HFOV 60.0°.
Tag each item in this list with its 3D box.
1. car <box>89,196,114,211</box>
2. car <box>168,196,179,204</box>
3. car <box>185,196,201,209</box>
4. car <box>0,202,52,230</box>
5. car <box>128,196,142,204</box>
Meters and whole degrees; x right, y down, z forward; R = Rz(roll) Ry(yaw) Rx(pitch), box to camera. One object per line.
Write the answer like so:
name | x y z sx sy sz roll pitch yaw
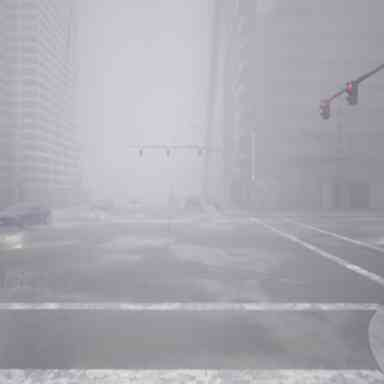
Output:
car | -10.576 1.498 39.326 2.033 1.411 5.357 0 0 0
car | -3.469 1.412 63.420 2.128 1.511 4.902 0 0 0
car | 0.122 1.294 45.369 2.097 1.767 4.553 0 0 0
car | -10.589 1.451 20.982 1.882 1.535 5.008 0 0 0
car | -10.490 1.431 61.340 1.837 1.490 4.892 0 -1 0
